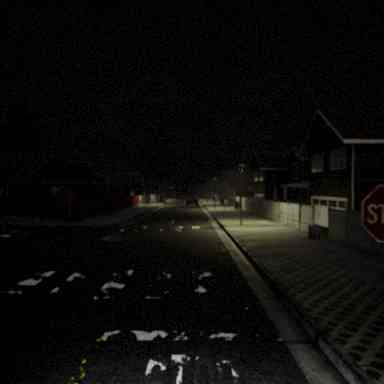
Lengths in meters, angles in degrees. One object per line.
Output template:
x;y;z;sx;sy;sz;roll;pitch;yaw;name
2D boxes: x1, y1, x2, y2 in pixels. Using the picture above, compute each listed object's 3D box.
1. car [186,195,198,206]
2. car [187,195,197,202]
0.030;1.415;54.063;2.128;1.511;4.902;0;0;0;car
-0.100;1.469;73.819;2.128;1.511;4.902;0;0;0;car
